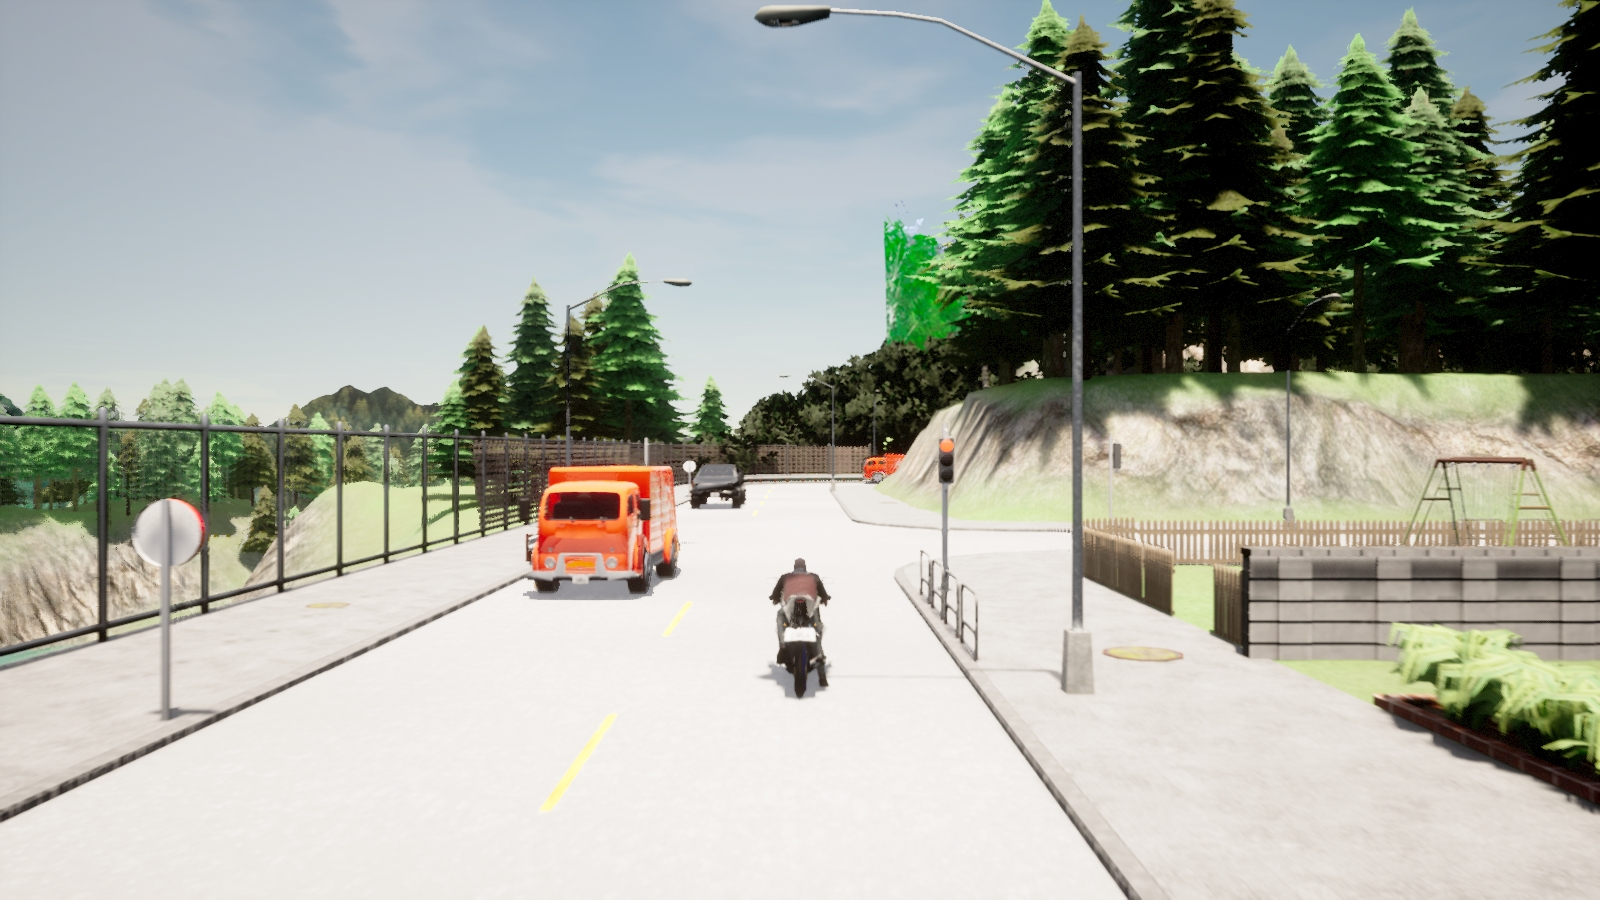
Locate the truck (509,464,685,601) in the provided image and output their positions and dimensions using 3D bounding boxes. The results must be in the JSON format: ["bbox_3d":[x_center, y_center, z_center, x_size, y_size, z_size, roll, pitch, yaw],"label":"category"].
[{"bbox_3d":[-4.017,1.568,23.757,2.627,2.467,5.204,0,0,1],"label":"truck"}]

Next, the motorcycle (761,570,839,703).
[{"bbox_3d":[0.001,2.205,13.902,0.867,1.251,2.209,0,0,0],"label":"motorcycle"}]

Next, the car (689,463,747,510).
[{"bbox_3d":[-3.988,1.754,56.660,2.390,2.098,6.274,0,0,0],"label":"car"}]
